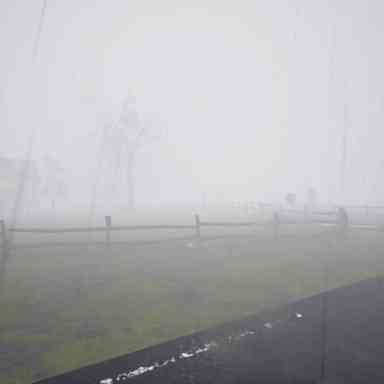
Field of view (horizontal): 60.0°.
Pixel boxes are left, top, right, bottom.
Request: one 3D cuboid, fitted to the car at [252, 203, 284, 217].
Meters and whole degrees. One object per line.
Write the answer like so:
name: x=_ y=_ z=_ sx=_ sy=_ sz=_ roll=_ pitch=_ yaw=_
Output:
car: x=8.061 y=1.884 z=35.796 sx=1.812 sy=1.442 sz=4.674 roll=1 pitch=-1 yaw=-15
